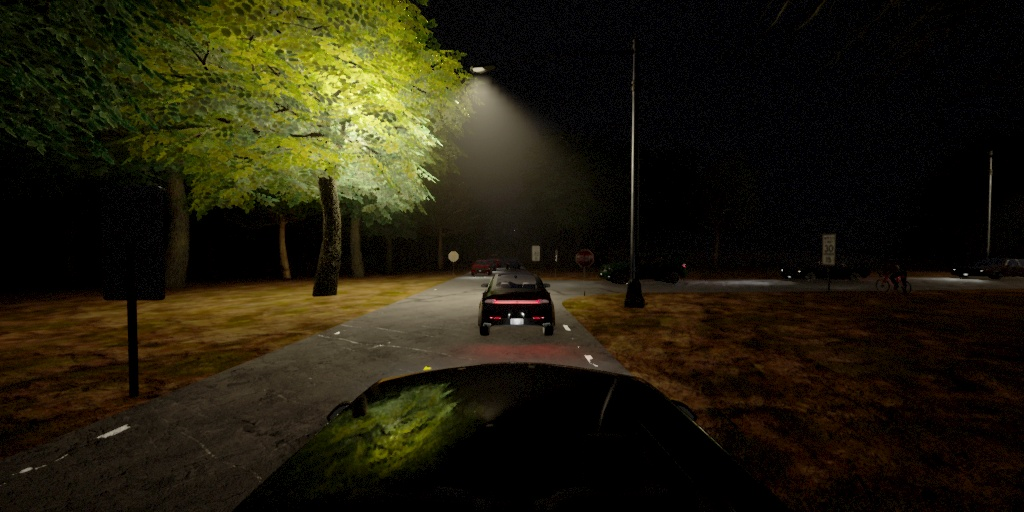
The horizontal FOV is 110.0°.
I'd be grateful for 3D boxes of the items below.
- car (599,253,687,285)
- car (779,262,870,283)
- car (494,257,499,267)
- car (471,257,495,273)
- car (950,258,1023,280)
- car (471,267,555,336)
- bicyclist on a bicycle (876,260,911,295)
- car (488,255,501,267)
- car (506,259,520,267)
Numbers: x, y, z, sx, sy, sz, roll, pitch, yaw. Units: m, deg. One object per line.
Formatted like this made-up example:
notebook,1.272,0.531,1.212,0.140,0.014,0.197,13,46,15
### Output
car,8.756,0.817,24.095,5.566,2.045,2.150,-1,1,0
car,20.711,1.047,23.934,4.718,1.301,1.895,-1,1,-1
car,-3.022,1.168,46.710,1.812,1.442,4.674,0,0,0
car,-3.028,1.153,36.706,1.882,1.535,5.008,0,0,0
car,33.342,0.854,24.445,5.357,1.411,2.033,0,1,-4
car,0.113,1.234,10.360,2.128,1.511,4.902,0,0,0
bicyclist on a bicycle,18.570,1.037,17.492,0.582,1.620,1.656,-1,0,0
car,-2.955,0.809,57.107,2.150,2.045,5.566,0,0,1
car,0.181,1.178,52.397,1.994,1.385,4.181,0,0,0
